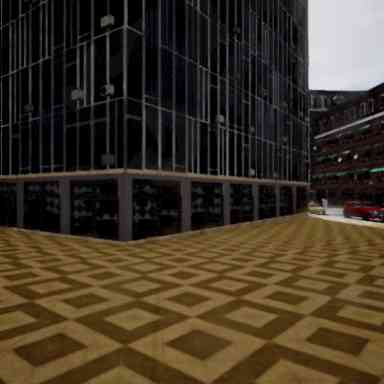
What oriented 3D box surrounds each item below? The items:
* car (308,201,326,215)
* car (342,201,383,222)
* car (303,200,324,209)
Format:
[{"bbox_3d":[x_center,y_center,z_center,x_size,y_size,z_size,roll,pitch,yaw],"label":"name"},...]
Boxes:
[{"bbox_3d":[15.452,2.097,42.702,1.752,1.417,4.829,0,0,-5],"label":"car"},{"bbox_3d":[16.389,1.794,31.843,2.192,1.841,5.009,0,0,-5],"label":"car"},{"bbox_3d":[21.857,2.269,60.102,1.887,1.381,4.507,0,-1,-5],"label":"car"}]
